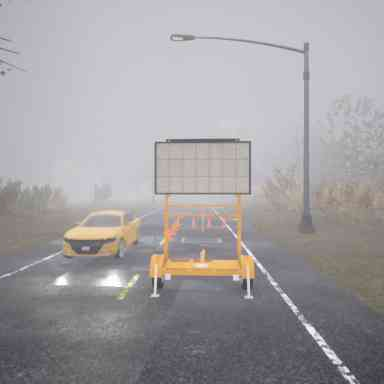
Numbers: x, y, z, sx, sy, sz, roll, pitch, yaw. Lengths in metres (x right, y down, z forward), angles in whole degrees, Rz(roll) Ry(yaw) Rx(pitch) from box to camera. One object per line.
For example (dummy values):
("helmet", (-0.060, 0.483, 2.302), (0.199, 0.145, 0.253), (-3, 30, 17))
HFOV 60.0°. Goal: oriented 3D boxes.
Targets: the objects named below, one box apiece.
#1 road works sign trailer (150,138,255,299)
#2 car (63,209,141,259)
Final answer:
("road works sign trailer", (0.273, 0.461, 8.470), (2.380, 3.560, 2.880), (0, 0, 3))
("car", (-3.226, 1.472, 12.774), (1.882, 1.535, 5.008), (0, 0, 1))
